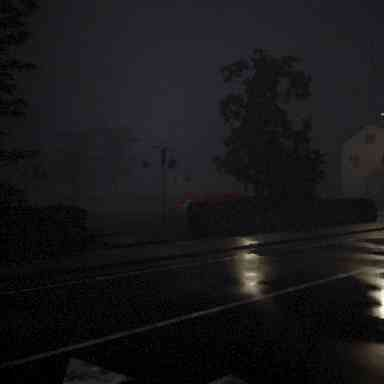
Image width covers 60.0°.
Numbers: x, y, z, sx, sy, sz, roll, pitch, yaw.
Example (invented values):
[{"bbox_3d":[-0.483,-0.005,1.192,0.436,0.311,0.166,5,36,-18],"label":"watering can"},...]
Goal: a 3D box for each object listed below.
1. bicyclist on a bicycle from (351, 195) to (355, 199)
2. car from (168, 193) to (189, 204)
[{"bbox_3d":[22.472,1.277,46.616,1.656,1.620,0.582,0,0,-35],"label":"bicyclist on a bicycle"},{"bbox_3d":[-2.767,1.205,63.457,2.150,2.045,5.566,0,0,-35],"label":"car"}]
